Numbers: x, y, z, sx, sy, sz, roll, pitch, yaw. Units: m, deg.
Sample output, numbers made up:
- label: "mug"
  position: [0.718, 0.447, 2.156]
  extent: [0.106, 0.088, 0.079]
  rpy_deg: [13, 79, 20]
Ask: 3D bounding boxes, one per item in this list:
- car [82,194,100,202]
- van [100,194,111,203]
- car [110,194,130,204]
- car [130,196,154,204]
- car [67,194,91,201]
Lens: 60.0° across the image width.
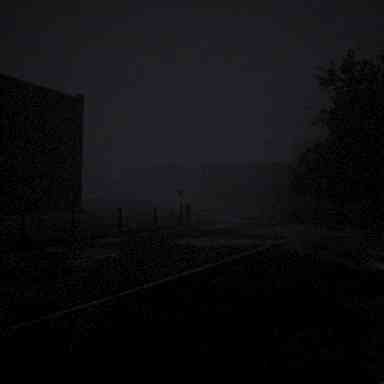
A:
- label: "car"
  position: [-21.224, 1.319, 73.783]
  extent: [2.185, 1.767, 4.553]
  rpy_deg: [2, 0, 32]
- label: "van"
  position: [-16.671, 1.336, 70.808]
  extent: [1.878, 1.987, 4.442]
  rpy_deg: [1, 0, 32]
- label: "car"
  position: [-14.120, 1.495, 69.409]
  extent: [2.185, 1.767, 4.553]
  rpy_deg: [1, -1, 32]
- label: "car"
  position: [-9.528, 1.744, 66.507]
  extent: [2.163, 1.488, 4.792]
  rpy_deg: [1, -1, 32]
- label: "car"
  position: [-25.973, 1.316, 76.675]
  extent: [2.231, 1.521, 4.892]
  rpy_deg: [2, 0, 32]
